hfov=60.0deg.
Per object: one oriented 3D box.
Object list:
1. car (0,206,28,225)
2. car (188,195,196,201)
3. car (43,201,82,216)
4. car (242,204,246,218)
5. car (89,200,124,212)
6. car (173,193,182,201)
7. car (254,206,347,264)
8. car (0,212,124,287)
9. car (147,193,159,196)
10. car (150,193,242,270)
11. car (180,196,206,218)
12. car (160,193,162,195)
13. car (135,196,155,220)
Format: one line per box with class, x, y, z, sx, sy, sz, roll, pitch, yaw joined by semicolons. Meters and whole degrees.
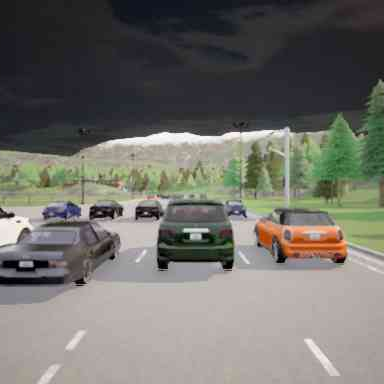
car;-6.903;1.194;9.914;2.150;2.045;5.566;0;0;0
car;-0.008;1.390;74.980;1.895;1.301;4.718;0;0;0
car;-10.401;1.452;26.888;1.812;1.442;4.674;0;0;0
car;3.597;1.445;29.120;1.812;1.442;4.674;0;0;0
car;-6.903;1.403;27.308;1.882;1.535;5.008;0;0;0
car;-3.509;1.134;80.745;2.097;1.767;4.553;0;0;0
car;3.599;1.320;11.870;2.097;1.767;4.553;0;0;0
car;-3.403;1.522;9.342;2.033;1.411;5.357;0;0;0
car;-10.509;1.118;86.677;2.097;1.767;4.553;0;0;0
car;0.097;1.193;11.052;2.150;2.045;5.566;0;0;0
car;0.098;1.270;29.569;2.097;1.767;4.553;0;0;0
car;-7.010;1.276;90.525;1.812;1.442;4.674;0;0;0
car;-3.403;1.403;27.064;1.882;1.535;5.008;0;0;0
